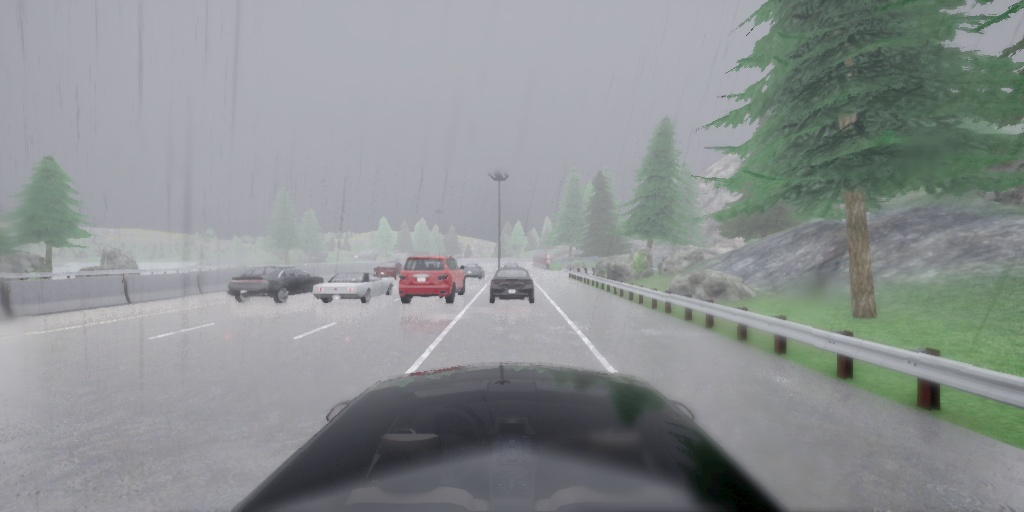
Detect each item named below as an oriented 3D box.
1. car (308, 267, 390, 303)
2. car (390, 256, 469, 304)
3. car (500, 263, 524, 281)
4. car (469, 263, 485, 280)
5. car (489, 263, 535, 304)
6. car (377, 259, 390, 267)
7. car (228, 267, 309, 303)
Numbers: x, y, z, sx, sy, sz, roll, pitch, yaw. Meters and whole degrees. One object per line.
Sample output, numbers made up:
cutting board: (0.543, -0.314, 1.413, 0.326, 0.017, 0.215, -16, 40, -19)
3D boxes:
car: (-7.000, 1.365, 16.530, 1.895, 1.301, 4.718, 0, 0, 0)
car: (-3.500, 1.007, 16.530, 2.150, 2.045, 5.566, 0, 0, 0)
car: (-0.010, 1.321, 31.544, 1.994, 1.385, 4.181, 0, 0, 0)
car: (-3.510, 1.321, 31.534, 1.994, 1.385, 4.181, 0, 0, 0)
car: (0.000, 1.234, 16.500, 1.882, 1.535, 5.008, 0, 0, 0)
car: (-10.510, 1.234, 31.515, 1.882, 1.535, 5.008, 0, 0, 0)
car: (-10.500, 1.244, 16.500, 2.128, 1.511, 4.902, 0, 0, 0)
